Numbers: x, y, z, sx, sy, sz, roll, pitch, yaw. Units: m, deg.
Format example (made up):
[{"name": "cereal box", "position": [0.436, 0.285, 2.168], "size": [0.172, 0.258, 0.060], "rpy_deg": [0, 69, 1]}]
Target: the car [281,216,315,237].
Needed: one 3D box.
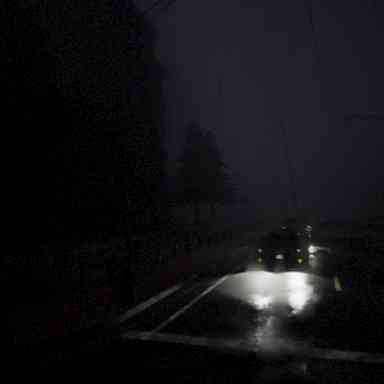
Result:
[{"name": "car", "position": [7.404, 2.478, 23.294], "size": [2.097, 1.767, 4.553], "rpy_deg": [-4, -4, 21]}]

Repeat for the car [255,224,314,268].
[{"name": "car", "position": [3.914, 2.287, 14.115], "size": [1.994, 1.385, 4.181], "rpy_deg": [-4, -4, 21]}]
